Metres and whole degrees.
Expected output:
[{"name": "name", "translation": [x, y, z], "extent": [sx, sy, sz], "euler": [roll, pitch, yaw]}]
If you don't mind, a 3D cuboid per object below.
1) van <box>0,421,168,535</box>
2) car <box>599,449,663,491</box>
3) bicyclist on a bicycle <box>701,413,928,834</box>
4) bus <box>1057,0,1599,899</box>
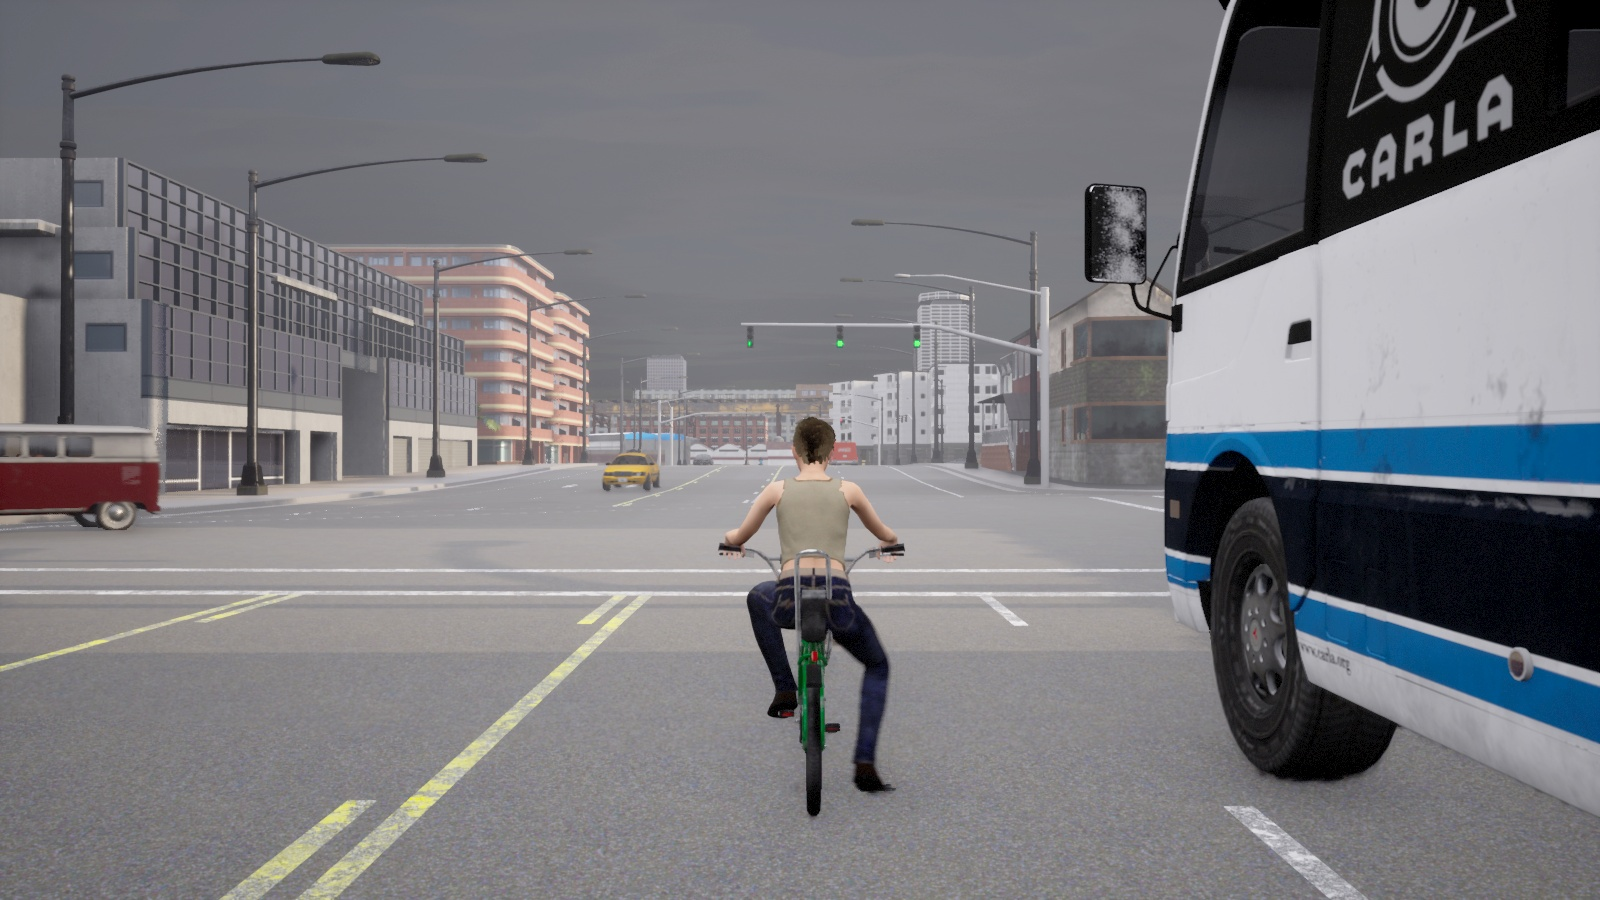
[{"name": "van", "translation": [-14.152, 0.483, 22.804], "extent": [4.442, 1.987, 1.775], "euler": [0, 0, -43]}, {"name": "car", "translation": [-6.699, 0.749, 50.217], "extent": [1.801, 1.575, 5.366], "euler": [0, 0, 0]}, {"name": "bicyclist on a bicycle", "translation": [0.054, 0.663, 5.562], "extent": [0.866, 1.612, 1.509], "euler": [0, 0, 0]}, {"name": "bus", "translation": [3.564, -0.636, 2.709], "extent": [3.944, 4.253, 10.273], "euler": [0, 0, 0]}]
